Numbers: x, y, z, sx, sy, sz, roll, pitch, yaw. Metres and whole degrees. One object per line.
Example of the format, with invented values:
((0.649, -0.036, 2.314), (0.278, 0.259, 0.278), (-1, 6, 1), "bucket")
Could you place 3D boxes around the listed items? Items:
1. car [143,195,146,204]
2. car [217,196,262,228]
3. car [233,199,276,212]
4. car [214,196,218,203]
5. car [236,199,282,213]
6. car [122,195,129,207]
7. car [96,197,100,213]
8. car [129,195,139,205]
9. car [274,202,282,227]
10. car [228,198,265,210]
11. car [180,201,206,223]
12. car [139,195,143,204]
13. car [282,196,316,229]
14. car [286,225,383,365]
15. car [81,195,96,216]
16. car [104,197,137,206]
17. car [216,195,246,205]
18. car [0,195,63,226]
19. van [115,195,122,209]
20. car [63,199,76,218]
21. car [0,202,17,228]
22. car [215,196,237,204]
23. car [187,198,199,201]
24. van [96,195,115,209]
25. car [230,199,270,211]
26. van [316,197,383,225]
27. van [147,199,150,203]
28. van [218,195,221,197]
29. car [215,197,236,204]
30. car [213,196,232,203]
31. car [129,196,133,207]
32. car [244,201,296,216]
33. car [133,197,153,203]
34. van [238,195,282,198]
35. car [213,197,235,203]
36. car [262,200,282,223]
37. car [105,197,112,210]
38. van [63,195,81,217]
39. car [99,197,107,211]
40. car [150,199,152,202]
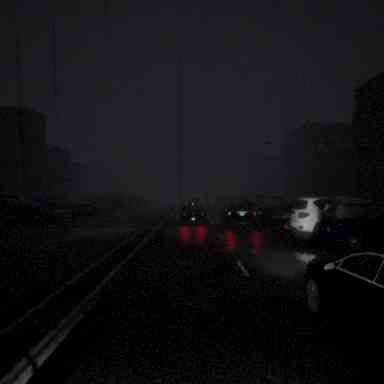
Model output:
((-12.533, 1.834, 67.726), (5.008, 1.535, 2.097), (0, -1, 0), "car")
((3.096, 1.398, 22.661), (2.097, 1.767, 4.553), (0, 0, 0), "car")
((7.626, 1.619, 41.206), (4.892, 1.521, 2.231), (0, 0, 0), "car")
((7.442, 1.786, 63.263), (5.366, 1.575, 1.946), (0, -1, 0), "car")
((7.626, 1.602, 38.450), (4.892, 1.521, 2.231), (0, 0, 0), "car")
((-12.578, 1.409, 48.400), (5.566, 2.045, 2.435), (0, 0, 0), "car")
((-12.551, 1.566, 34.503), (4.892, 1.521, 2.231), (0, 0, 0), "car")
((-12.516, 1.479, 56.611), (5.566, 2.045, 2.435), (0, -1, 0), "car")
((7.641, 1.514, 19.149), (5.008, 1.535, 2.097), (0, 0, 0), "car")
((7.625, 1.655, 46.720), (4.892, 1.521, 2.231), (0, 0, 0), "car")
((0.094, 1.661, 26.174), (1.895, 1.301, 4.718), (0, 0, 0), "car")
((-12.570, 1.531, 62.296), (5.566, 2.045, 2.435), (0, -1, 0), "car")
((7.665, 1.255, 16.394), (5.566, 2.045, 2.435), (0, 0, 0), "car")
((3.099, 1.496, 4.569), (2.128, 1.511, 4.902), (0, 0, 0), "car")
((-12.531, 1.298, 31.724), (5.566, 2.045, 2.435), (0, 0, 0), "car")
((-12.728, 1.753, 59.514), (5.366, 1.575, 1.946), (0, -1, 0), "car")
((7.655, 1.562, 66.023), (5.566, 2.045, 2.435), (0, 0, 0), "car")
((-12.536, 1.258, 23.389), (5.566, 2.045, 2.435), (0, 0, 0), "car")
((-12.435, 1.412, 45.619), (4.442, 1.987, 1.878), (0, 0, 0), "van")
((-12.377, 1.519, 26.166), (5.366, 1.575, 1.946), (0, 0, 0), "car")
((-12.562, 1.490, 17.830), (4.892, 1.521, 2.231), (0, 0, 0), "car")
((7.594, 1.757, 74.297), (4.553, 1.767, 2.185), (0, 0, 0), "car")
((0.092, 1.497, 42.344), (2.097, 1.767, 4.553), (0, 0, 0), "car")
((-12.670, 1.393, 42.842), (4.442, 1.987, 1.878), (0, 0, 0), "van")
((7.625, 1.636, 43.963), (4.892, 1.521, 2.231), (0, 0, 0), "car")
((7.754, 1.274, 13.636), (4.442, 1.987, 1.878), (0, 0, 0), "van")
((-12.416, 1.683, 76.067), (4.442, 1.987, 1.878), (0, 0, 0), "van")
((7.511, 1.538, 60.508), (4.442, 1.987, 1.878), (0, -1, 0), "van")
((7.623, 1.941, 77.053), (4.674, 1.452, 2.002), (0, 0, 0), "car")
((7.593, 1.806, 82.573), (4.553, 1.767, 2.185), (0, 0, 0), "car")
((-12.543, 1.746, 53.891), (4.674, 1.452, 2.002), (0, 0, 0), "car")
((7.631, 1.610, 32.936), (4.674, 1.452, 2.002), (0, 0, 0), "car")
((-12.499, 1.975, 84.409), (4.792, 1.488, 2.163), (0, 0, 0), "car")
((7.515, 1.359, 35.570), (4.442, 1.987, 1.878), (0, 0, 0), "van")
((7.630, 1.919, 79.810), (5.008, 1.535, 2.097), (0, 0, 0), "car")
((7.664, 1.563, 24.663), (4.792, 1.488, 2.163), (0, 0, 0), "car")
((-12.552, 1.639, 39.936), (4.674, 1.452, 2.002), (0, 0, 0), "car")
((-12.445, 1.310, 28.947), (4.442, 1.987, 1.878), (0, 0, 0), "van")
((-12.526, 1.611, 37.282), (4.792, 1.488, 2.163), (0, 0, 0), "car")
((-12.563, 1.799, 78.975), (4.553, 1.767, 2.185), (0, 0, 0), "car")
